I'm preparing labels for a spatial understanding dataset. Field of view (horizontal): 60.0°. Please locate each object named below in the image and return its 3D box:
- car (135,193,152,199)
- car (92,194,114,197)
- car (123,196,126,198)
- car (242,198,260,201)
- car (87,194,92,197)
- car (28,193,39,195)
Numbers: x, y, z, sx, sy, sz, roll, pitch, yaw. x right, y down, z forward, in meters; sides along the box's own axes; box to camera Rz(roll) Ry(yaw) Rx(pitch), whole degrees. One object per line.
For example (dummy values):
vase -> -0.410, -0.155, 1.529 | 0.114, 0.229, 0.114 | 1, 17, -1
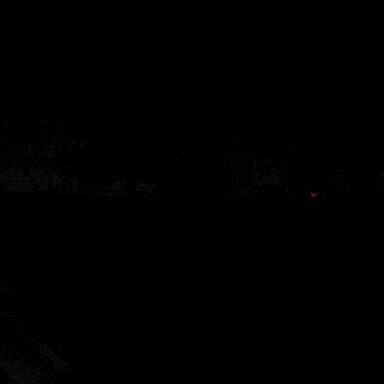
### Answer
car -> -8.636, 1.440, 58.129 | 3.806, 1.475, 1.970 | 0, 0, -39
car -> -22.636, 1.249, 87.025 | 5.027, 1.636, 2.152 | 0, 0, -39
car -> -12.497, 1.171, 75.032 | 4.605, 1.855, 1.932 | 0, 0, -39
car -> 8.506, 1.575, 50.202 | 5.357, 1.411, 2.033 | 0, 0, -39
car -> -26.902, 1.337, 91.831 | 3.806, 1.475, 1.970 | 0, 0, -39
car -> -38.164, 1.206, 78.604 | 4.605, 1.855, 1.932 | 0, 0, -39
